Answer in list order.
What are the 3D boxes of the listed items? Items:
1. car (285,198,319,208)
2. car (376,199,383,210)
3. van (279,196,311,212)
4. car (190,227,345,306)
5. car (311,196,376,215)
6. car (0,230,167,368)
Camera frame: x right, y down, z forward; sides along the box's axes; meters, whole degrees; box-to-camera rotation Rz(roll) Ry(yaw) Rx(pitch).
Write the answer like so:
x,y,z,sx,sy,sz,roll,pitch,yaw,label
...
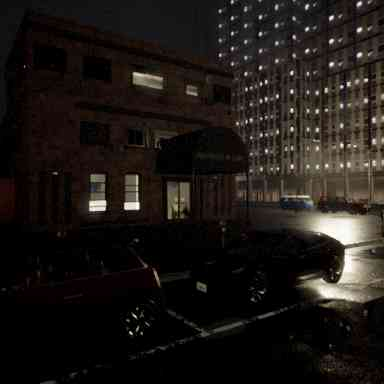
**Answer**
x,y,z,sx,sy,sz,roll,pitch,yaw,label
15.448,1.509,46.899,1.802,1.307,4.206,0,0,-35,car
21.779,1.494,37.803,2.008,1.369,4.403,0,0,-35,car
11.734,1.322,37.562,1.690,1.788,3.998,0,0,-35,van
1.970,1.564,8.036,4.313,1.339,1.947,0,0,-35,car
14.899,1.304,33.014,2.192,1.841,5.009,0,0,-35,car
-2.496,1.440,4.787,4.097,1.590,1.967,0,0,-35,car
